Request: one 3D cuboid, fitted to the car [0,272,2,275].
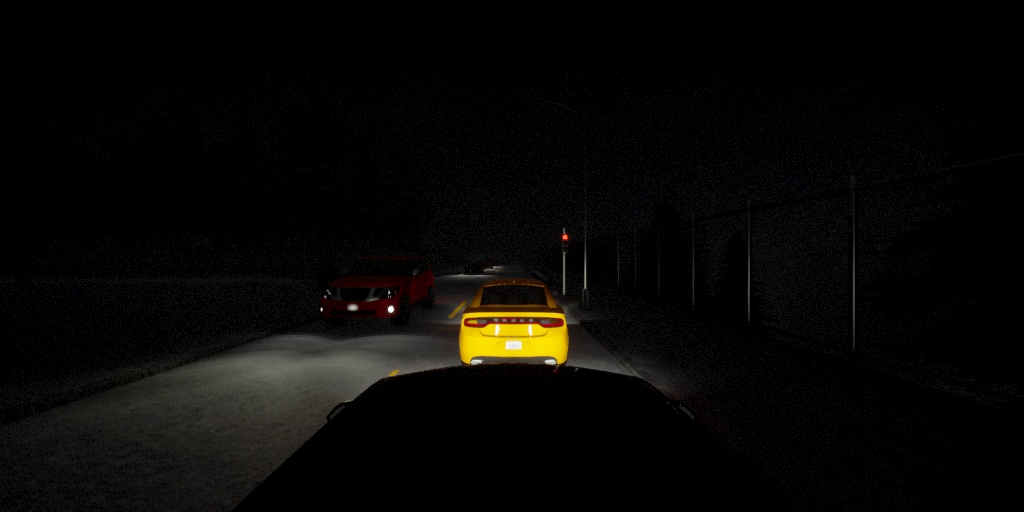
[{"bbox_3d":[-48.083,1.297,31.190,5.357,1.411,2.033,0,0,1],"label":"car"}]

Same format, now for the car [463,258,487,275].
[{"bbox_3d":[-4.208,1.254,39.686,1.837,1.490,4.892,0,0,2],"label":"car"}]

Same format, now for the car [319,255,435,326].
[{"bbox_3d":[-4.099,0.971,11.996,2.150,2.045,5.566,0,0,0],"label":"car"}]

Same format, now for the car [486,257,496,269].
[{"bbox_3d":[-4.083,1.101,56.058,2.097,1.767,4.553,0,0,0],"label":"car"}]

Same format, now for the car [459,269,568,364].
[{"bbox_3d":[0.047,1.228,8.009,1.882,1.535,5.008,0,0,0],"label":"car"}]
